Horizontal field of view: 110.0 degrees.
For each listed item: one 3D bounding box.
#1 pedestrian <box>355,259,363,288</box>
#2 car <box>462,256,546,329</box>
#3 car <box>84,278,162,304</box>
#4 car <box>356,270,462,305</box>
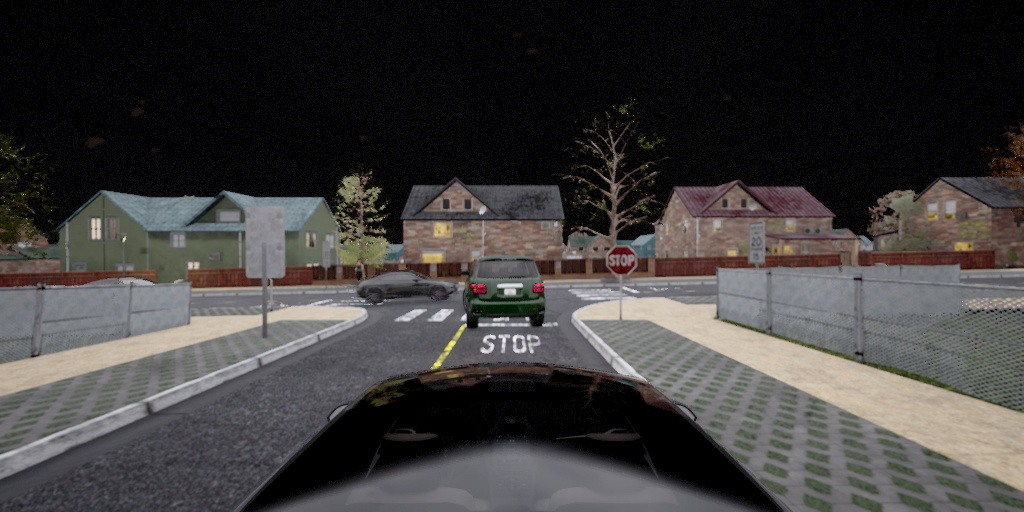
[{"bbox_3d":[-9.678,1.095,22.680,0.375,1.860,0.375,0,2,0],"label":"pedestrian"},{"bbox_3d":[-0.433,1.016,11.711,2.150,2.045,5.566,0,0,-8],"label":"car"},{"bbox_3d":[-17.919,1.737,16.803,4.674,1.442,1.812,-1,1,0],"label":"car"},{"bbox_3d":[-4.853,1.409,16.851,4.674,1.442,1.812,-2,0,0],"label":"car"}]
